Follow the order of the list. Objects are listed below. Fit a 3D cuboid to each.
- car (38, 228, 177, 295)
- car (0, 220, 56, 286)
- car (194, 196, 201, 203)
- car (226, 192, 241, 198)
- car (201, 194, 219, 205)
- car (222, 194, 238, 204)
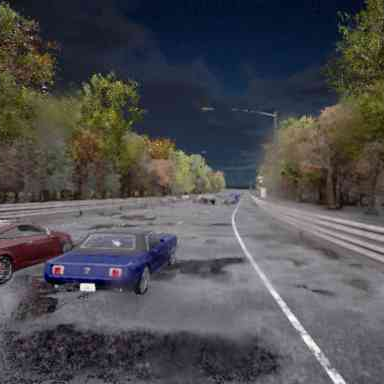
[{"bbox_3d":[-1.699,1.604,8.778,1.895,1.301,4.718,0,0,9],"label":"car"},{"bbox_3d":[-5.149,1.505,9.333,1.812,1.442,4.674,1,0,9],"label":"car"},{"bbox_3d":[1.526,1.546,72.148,2.128,1.511,4.902,0,0,9],"label":"car"},{"bbox_3d":[10.451,1.304,83.402,2.150,2.045,5.566,0,0,9],"label":"car"},{"bbox_3d":[3.403,1.521,61.908,1.882,1.535,5.008,0,0,9],"label":"car"},{"bbox_3d":[7.467,1.636,65.082,1.994,1.385,4.181,0,0,9],"label":"car"}]
